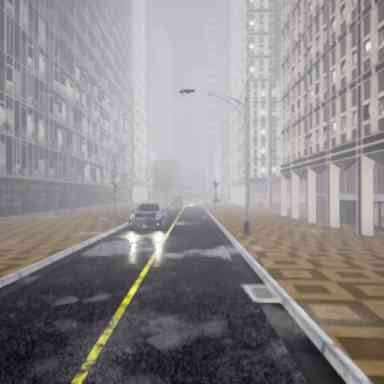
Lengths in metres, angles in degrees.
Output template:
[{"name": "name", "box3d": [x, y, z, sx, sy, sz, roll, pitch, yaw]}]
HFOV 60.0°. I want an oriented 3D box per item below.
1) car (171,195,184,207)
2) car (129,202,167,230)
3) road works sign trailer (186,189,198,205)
[{"name": "car", "box3d": [-2.751, 1.691, 63.640, 2.150, 2.045, 5.566, 0, 0, 0]}, {"name": "car", "box3d": [-2.845, 1.495, 22.175, 2.097, 1.767, 4.553, 0, 0, 0]}, {"name": "road works sign trailer", "box3d": [0.011, 0.996, 70.597, 2.380, 3.560, 2.880, 0, 0, 0]}]
